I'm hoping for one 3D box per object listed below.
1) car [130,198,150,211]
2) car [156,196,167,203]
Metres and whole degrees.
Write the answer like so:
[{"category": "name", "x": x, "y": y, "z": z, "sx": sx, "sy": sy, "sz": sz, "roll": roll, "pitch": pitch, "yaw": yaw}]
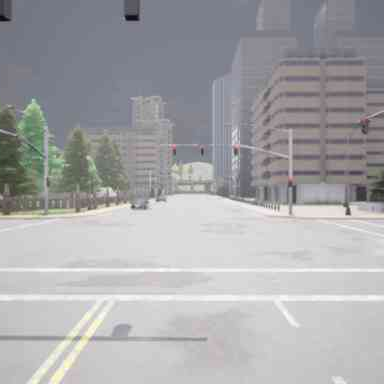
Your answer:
[{"category": "car", "x": -6.324, "y": 1.467, "z": 40.968, "sx": 2.128, "sy": 1.511, "sz": 4.902, "roll": 0, "pitch": 0, "yaw": 0}, {"category": "car", "x": -6.140, "y": 1.454, "z": 66.801, "sx": 1.994, "sy": 1.385, "sz": 4.181, "roll": 0, "pitch": 0, "yaw": 0}]
